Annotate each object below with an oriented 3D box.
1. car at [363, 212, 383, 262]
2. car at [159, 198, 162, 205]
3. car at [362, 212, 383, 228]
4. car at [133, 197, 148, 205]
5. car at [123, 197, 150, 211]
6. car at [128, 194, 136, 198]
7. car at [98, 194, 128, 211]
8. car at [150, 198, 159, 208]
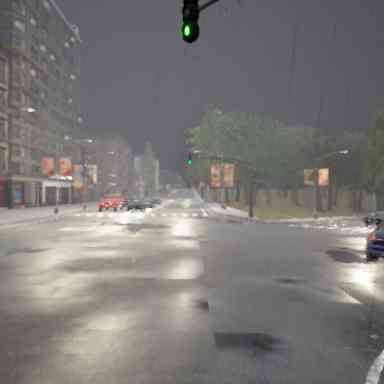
[{"bbox_3d":[8.585,1.798,13.071,2.097,1.767,4.553,0,-2,45],"label":"car"},{"bbox_3d":[-6.833,1.799,64.133,2.033,1.411,5.357,0,0,0],"label":"car"},{"bbox_3d":[18.256,2.623,32.171,1.895,1.301,4.718,0,-2,45],"label":"car"},{"bbox_3d":[-10.089,1.801,65.330,2.033,1.411,5.357,0,0,0],"label":"car"},{"bbox_3d":[-6.737,1.672,40.826,1.895,1.301,4.718,0,0,0],"label":"car"},{"bbox_3d":[-10.027,1.371,52.680,2.150,2.045,5.566,0,-1,0],"label":"car"},{"bbox_3d":[-9.977,1.289,41.481,2.150,2.045,5.566,0,0,0],"label":"car"},{"bbox_3d":[-6.787,1.635,51.096,2.128,1.511,4.902,0,0,0],"label":"car"}]
